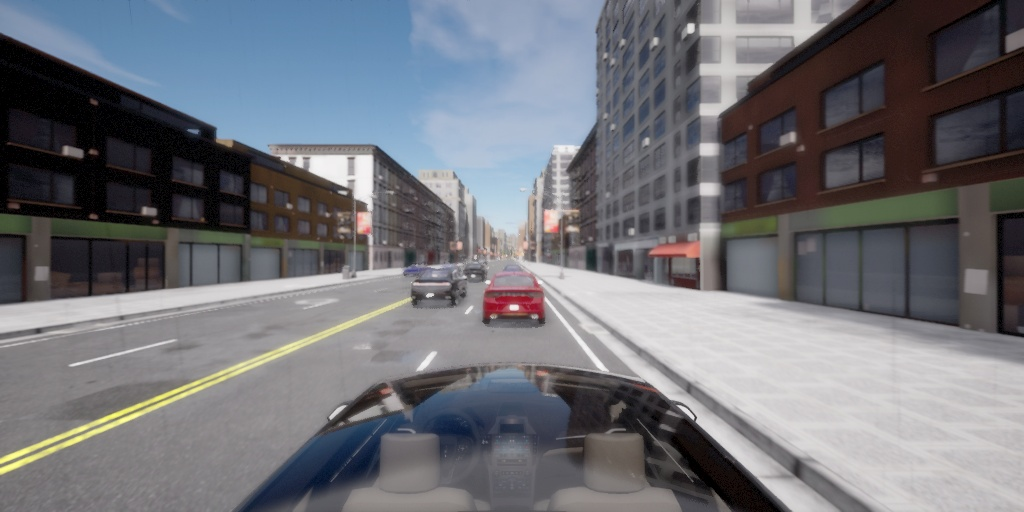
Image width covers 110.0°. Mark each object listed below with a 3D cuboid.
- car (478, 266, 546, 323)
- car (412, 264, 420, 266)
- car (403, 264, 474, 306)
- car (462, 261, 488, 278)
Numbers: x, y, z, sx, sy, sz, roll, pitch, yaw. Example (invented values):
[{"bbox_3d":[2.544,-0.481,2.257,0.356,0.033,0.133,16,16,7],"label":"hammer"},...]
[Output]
[{"bbox_3d":[0.078,1.280,12.414,1.882,1.535,5.008,0,0,0],"label":"car"},{"bbox_3d":[-9.858,1.530,37.279,1.895,1.301,4.718,0,0,0],"label":"car"},{"bbox_3d":[-3.162,1.313,16.238,2.128,1.511,4.902,0,0,0],"label":"car"},{"bbox_3d":[-3.165,1.404,31.780,1.837,1.490,4.892,0,0,0],"label":"car"}]
